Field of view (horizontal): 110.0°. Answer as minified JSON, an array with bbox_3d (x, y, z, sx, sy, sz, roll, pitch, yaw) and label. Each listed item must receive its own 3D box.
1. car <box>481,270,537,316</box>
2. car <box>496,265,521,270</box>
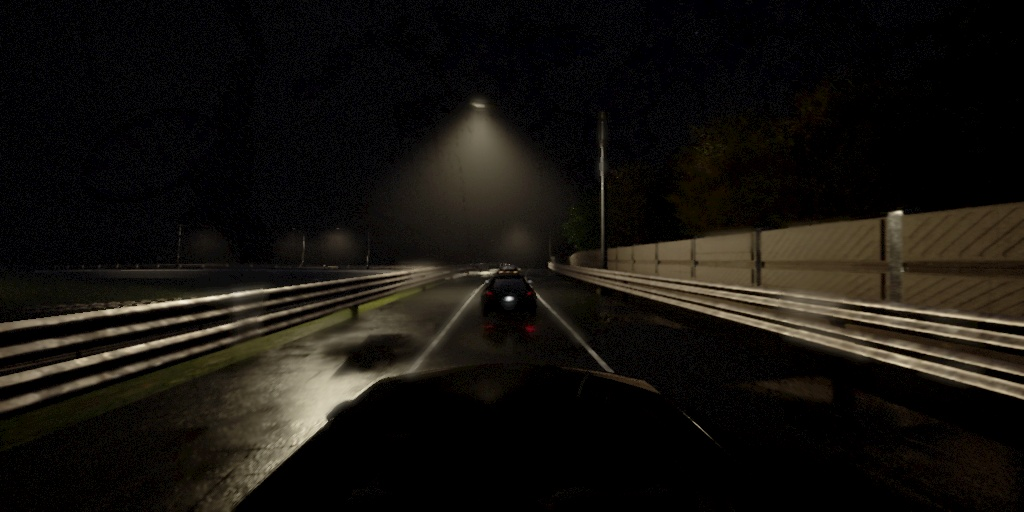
[{"bbox_3d":[-0.129,1.409,13.936,1.994,1.385,4.181,0,0,-1],"label":"car"},{"bbox_3d":[-0.266,1.453,29.716,2.128,1.511,4.902,0,0,0],"label":"car"}]
